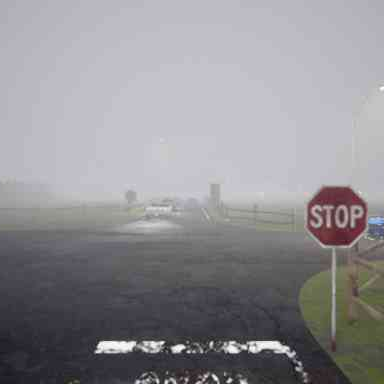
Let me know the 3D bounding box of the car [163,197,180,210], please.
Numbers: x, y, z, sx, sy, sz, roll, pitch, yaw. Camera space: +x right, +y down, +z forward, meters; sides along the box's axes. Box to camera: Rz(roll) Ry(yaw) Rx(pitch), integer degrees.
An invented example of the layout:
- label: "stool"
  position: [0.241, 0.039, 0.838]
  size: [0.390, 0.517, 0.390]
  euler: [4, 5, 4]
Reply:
- label: "car"
  position: [-2.814, 1.450, 38.976]
  size: [1.882, 1.535, 5.008]
  euler: [0, 0, 0]

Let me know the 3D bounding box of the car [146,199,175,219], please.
- label: "car"
  position: [-2.858, 1.580, 29.493]
  size: [1.895, 1.301, 4.718]
  euler: [0, 0, 1]

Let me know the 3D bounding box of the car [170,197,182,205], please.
- label: "car"
  position: [-2.748, 1.520, 58.795]
  size: [1.994, 1.385, 4.181]
  euler: [0, 0, 0]

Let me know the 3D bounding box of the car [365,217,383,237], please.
- label: "car"
  position: [10.950, 1.564, 16.319]
  size: [5.008, 1.535, 1.882]
  euler: [1, 0, -2]

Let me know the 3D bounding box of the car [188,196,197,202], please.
- label: "car"
  position: [0.053, 1.540, 71.936]
  size: [1.895, 1.301, 4.718]
  euler: [0, 0, 0]

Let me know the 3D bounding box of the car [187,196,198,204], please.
- label: "car"
  position: [0.120, 1.432, 61.796]
  size: [1.882, 1.535, 5.008]
  euler: [0, 0, 0]

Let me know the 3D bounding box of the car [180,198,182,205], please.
- label: "car"
  position: [-2.789, 1.529, 48.784]
  size: [1.994, 1.385, 4.181]
  euler: [0, 0, 1]
